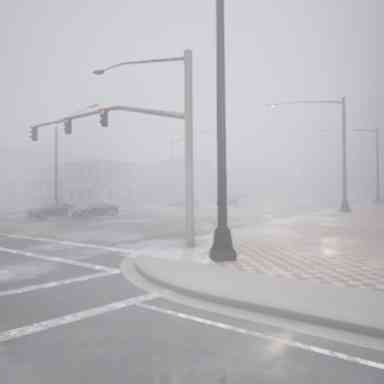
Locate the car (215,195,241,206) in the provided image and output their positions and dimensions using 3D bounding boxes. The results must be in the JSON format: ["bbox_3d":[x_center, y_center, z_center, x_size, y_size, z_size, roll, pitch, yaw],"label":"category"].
[{"bbox_3d":[5.103,1.325,48.173,1.994,1.385,4.181,-1,0,37],"label":"car"}]

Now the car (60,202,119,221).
[{"bbox_3d":[-8.725,1.643,29.629,2.128,1.511,4.902,-1,0,37],"label":"car"}]

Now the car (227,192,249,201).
[{"bbox_3d":[8.113,0.800,57.961,1.994,1.385,4.181,-1,0,37],"label":"car"}]

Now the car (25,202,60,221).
[{"bbox_3d":[-12.605,1.714,30.278,2.128,1.511,4.902,-1,0,37],"label":"car"}]

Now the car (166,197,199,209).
[{"bbox_3d":[-1.200,1.458,45.595,2.033,1.411,5.357,-1,0,37],"label":"car"}]
